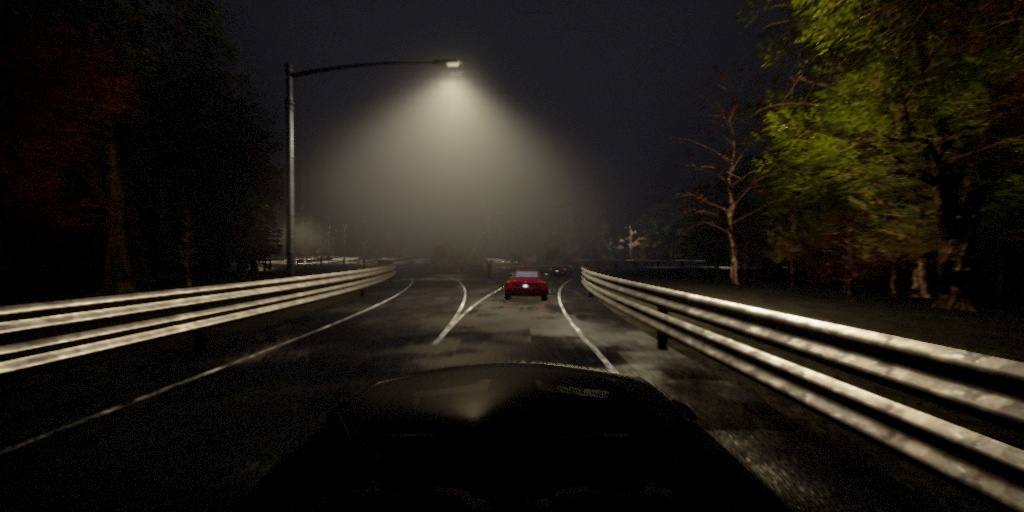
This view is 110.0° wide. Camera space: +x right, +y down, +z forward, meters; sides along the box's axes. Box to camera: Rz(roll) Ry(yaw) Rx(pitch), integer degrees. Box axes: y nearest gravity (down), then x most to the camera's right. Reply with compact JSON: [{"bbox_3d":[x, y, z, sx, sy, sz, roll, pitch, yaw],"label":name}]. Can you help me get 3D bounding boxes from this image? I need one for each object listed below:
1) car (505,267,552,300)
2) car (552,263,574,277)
[{"bbox_3d":[0.832,1.291,17.695,1.994,1.385,4.181,1,0,7],"label":"car"},{"bbox_3d":[5.066,1.433,36.735,1.994,1.385,4.181,0,0,20],"label":"car"}]
